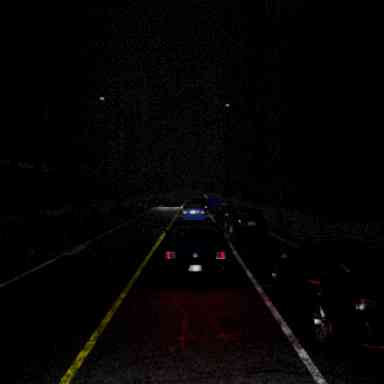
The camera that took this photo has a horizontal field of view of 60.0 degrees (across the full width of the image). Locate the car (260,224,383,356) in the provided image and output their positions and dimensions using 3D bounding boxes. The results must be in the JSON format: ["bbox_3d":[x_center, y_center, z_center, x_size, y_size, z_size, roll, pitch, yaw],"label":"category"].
[{"bbox_3d":[2.696,1.530,6.005,1.947,1.339,4.313,1,0,0],"label":"car"}]

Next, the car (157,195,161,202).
[{"bbox_3d":[-5.658,1.192,56.650,1.887,1.381,4.507,1,0,0],"label":"car"}]

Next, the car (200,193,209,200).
[{"bbox_3d":[2.943,1.031,79.124,1.887,1.381,4.507,1,0,0],"label":"car"}]

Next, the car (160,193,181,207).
[{"bbox_3d":[-2.930,1.247,45.817,1.812,1.442,4.674,0,0,0],"label":"car"}]

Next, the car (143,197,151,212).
[{"bbox_3d":[-5.733,1.237,34.152,1.967,1.590,4.097,1,0,0],"label":"car"}]

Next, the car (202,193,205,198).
[{"bbox_3d":[2.830,1.164,45.376,1.967,1.590,4.097,1,0,0],"label":"car"}]

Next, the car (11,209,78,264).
[{"bbox_3d":[-5.810,1.498,11.656,1.947,1.339,4.313,1,0,0],"label":"car"}]

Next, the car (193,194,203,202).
[{"bbox_3d":[1.110,1.134,62.219,1.812,1.442,4.674,0,0,0],"label":"car"}]

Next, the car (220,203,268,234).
[{"bbox_3d":[2.734,1.465,17.254,1.947,1.339,4.313,1,0,0],"label":"car"}]

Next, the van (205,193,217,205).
[{"bbox_3d":[2.850,1.027,51.001,1.690,1.788,3.998,1,0,0],"label":"van"}]

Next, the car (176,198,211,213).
[{"bbox_3d":[0.148,1.400,25.149,2.033,1.411,5.357,0,0,1],"label":"car"}]

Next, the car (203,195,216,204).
[{"bbox_3d":[2.867,1.198,56.626,2.008,1.369,4.403,1,0,0],"label":"car"}]

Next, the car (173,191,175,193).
[{"bbox_3d":[-5.583,1.012,78.977,1.752,1.417,4.829,1,0,0],"label":"car"}]

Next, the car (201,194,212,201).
[{"bbox_3d":[2.905,1.119,67.875,2.008,1.369,4.403,1,0,0],"label":"car"}]

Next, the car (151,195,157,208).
[{"bbox_3d":[-5.716,1.305,39.777,1.887,1.381,4.507,1,0,0],"label":"car"}]

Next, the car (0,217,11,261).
[{"bbox_3d":[-5.827,1.279,6.030,2.192,1.841,5.009,1,0,0],"label":"car"}]

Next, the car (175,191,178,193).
[{"bbox_3d":[-5.545,0.982,90.396,1.802,1.307,4.206,1,0,0],"label":"car"}]

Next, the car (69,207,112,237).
[{"bbox_3d":[-5.791,1.465,17.279,1.947,1.339,4.313,1,0,0],"label":"car"}]

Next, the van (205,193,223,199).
[{"bbox_3d":[2.812,1.102,39.751,1.690,1.788,3.998,1,0,0],"label":"van"}]

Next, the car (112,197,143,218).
[{"bbox_3d":[-5.754,1.376,28.529,1.887,1.381,4.507,1,0,0],"label":"car"}]

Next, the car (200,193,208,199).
[{"bbox_3d":[2.962,0.988,84.749,1.887,1.381,4.507,1,0,0],"label":"car"}]

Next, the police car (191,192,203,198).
[{"bbox_3d":[0.910,1.143,46.289,1.930,1.638,5.238,0,0,-2],"label":"police car"}]

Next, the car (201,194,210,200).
[{"bbox_3d":[2.924,1.072,73.500,1.887,1.381,4.507,1,0,0],"label":"car"}]

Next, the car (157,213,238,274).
[{"bbox_3d":[0.098,1.541,10.263,1.895,1.301,4.718,0,0,0],"label":"car"}]

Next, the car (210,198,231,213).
[{"bbox_3d":[2.772,1.414,28.504,1.802,1.307,4.206,1,0,0],"label":"car"}]
